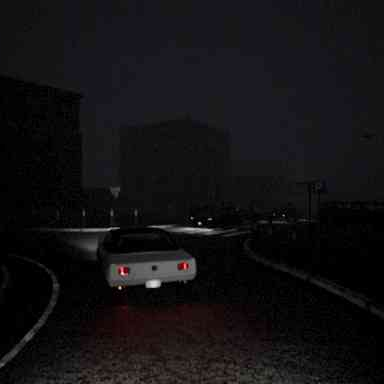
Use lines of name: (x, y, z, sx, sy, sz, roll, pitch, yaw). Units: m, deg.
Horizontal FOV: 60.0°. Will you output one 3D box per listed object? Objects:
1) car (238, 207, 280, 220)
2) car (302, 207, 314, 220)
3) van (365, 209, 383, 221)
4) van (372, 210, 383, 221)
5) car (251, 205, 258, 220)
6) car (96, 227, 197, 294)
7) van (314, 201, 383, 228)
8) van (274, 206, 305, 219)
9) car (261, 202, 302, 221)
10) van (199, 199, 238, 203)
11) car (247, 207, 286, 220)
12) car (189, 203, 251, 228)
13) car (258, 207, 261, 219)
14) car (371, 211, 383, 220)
car: (8.516, 2.683, 42.446, 4.792, 1.488, 2.163, 0, -4, 32)
car: (17.698, 3.289, 48.332, 2.128, 1.511, 4.902, 0, -3, 33)
van: (32.348, 4.028, 57.210, 4.442, 1.987, 1.878, 0, -4, 32)
van: (38.531, 4.733, 66.494, 4.442, 1.987, 1.878, 0, -4, 32)
car: (3.934, 2.122, 35.308, 5.008, 1.535, 2.097, 0, -3, 32)
car: (-1.497, 1.596, 8.928, 1.895, 1.301, 4.718, 0, 0, -19)
van: (11.606, 1.626, 24.168, 4.442, 1.987, 1.878, 0, -3, 32)
van: (15.809, 3.302, 54.183, 4.442, 1.987, 1.878, 0, -4, 32)
car: (9.821, 2.097, 36.001, 2.150, 2.045, 5.566, 0, -4, 33)
van: (2.360, 1.744, 33.040, 4.442, 1.987, 1.878, 0, -3, 32)
car: (9.988, 2.870, 44.808, 4.674, 1.452, 2.002, 0, -4, 32)
car: (1.971, 1.714, 23.735, 2.033, 1.411, 5.357, 0, -2, 34)
car: (6.840, 2.475, 40.212, 5.366, 1.575, 1.946, 0, -4, 32)
car: (42.947, 5.238, 73.601, 5.566, 2.045, 2.435, 0, -4, 32)
